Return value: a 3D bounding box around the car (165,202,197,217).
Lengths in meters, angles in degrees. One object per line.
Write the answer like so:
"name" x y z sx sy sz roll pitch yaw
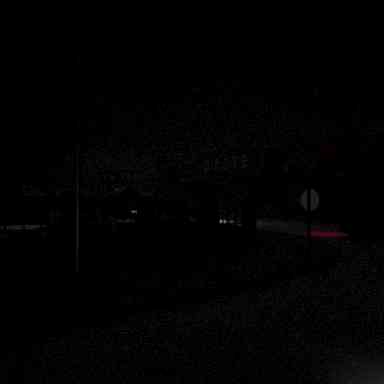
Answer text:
"car" -0.868 1.548 28.785 2.033 1.411 5.357 0 0 -35

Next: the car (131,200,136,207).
"car" -10.083 1.547 48.961 2.033 1.411 5.357 0 0 -37

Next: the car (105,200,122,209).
"car" -9.741 1.526 41.261 1.812 1.442 4.674 0 0 -35

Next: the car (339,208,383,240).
"car" 9.274 1.506 15.028 1.837 1.490 4.892 -1 0 -40
